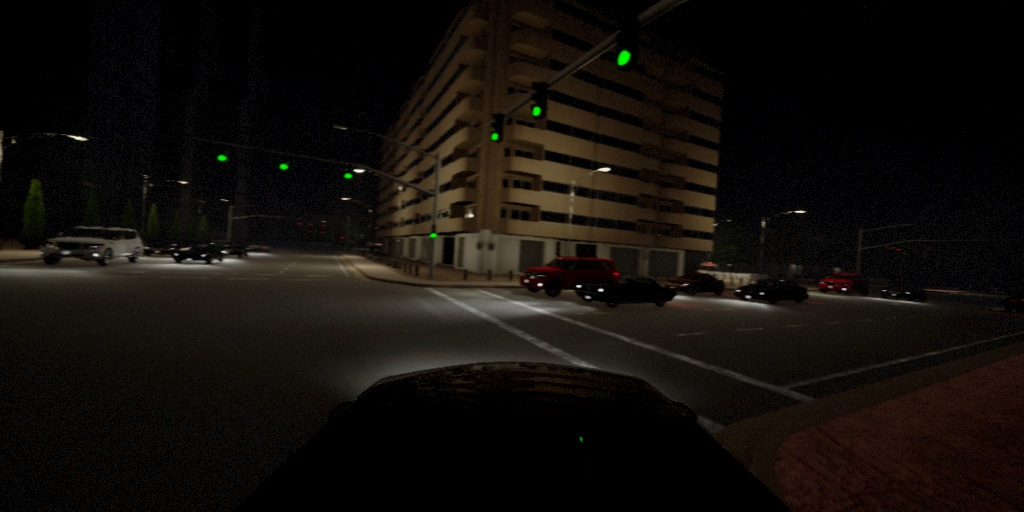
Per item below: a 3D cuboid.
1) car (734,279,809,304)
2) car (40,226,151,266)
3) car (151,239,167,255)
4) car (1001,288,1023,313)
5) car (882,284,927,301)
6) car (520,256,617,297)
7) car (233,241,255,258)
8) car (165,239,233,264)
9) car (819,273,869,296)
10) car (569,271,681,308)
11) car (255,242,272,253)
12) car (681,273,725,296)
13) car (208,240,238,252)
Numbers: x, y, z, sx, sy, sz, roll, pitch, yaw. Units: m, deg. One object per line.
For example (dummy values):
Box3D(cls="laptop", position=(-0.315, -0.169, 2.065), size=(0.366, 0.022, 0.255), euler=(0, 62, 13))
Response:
Box3D(cls="car", position=(16.282, 2.152, 22.332), size=(5.357, 1.411, 2.033), euler=(3, 1, -28))
Box3D(cls="car", position=(-22.812, -0.617, 19.810), size=(2.150, 2.045, 5.566), euler=(3, 1, -28))
Box3D(cls="car", position=(-27.530, -0.679, 28.851), size=(1.812, 1.442, 4.674), euler=(3, 1, -28))
Box3D(cls="car", position=(36.206, 3.289, 24.853), size=(5.008, 1.535, 1.882), euler=(3, 0, -28))
Box3D(cls="car", position=(35.488, 3.230, 32.400), size=(4.674, 1.442, 1.812), euler=(3, 0, -28))
Box3D(cls="car", position=(3.183, 1.044, 19.341), size=(5.566, 2.045, 2.150), euler=(3, 1, -28))
Box3D(cls="car", position=(-26.049, -0.662, 33.586), size=(2.128, 1.511, 4.902), euler=(3, 1, -28))
Box3D(cls="car", position=(-21.600, -0.260, 25.030), size=(2.033, 1.411, 5.357), euler=(3, 1, -27))
Box3D(cls="car", position=(32.074, 2.698, 34.563), size=(5.566, 2.045, 2.150), euler=(4, 0, -27))
Box3D(cls="car", position=(5.223, 1.574, 16.477), size=(4.718, 1.301, 1.895), euler=(3, 1, -28))
Box3D(cls="car", position=(-33.154, -1.106, 47.340), size=(1.895, 1.301, 4.718), euler=(3, 1, -27))
Box3D(cls="car", position=(12.397, 1.876, 24.218), size=(4.674, 1.442, 1.812), euler=(3, 1, -28))
Box3D(cls="car", position=(-35.369, -1.215, 44.001), size=(1.895, 1.301, 4.718), euler=(3, 1, -27))
